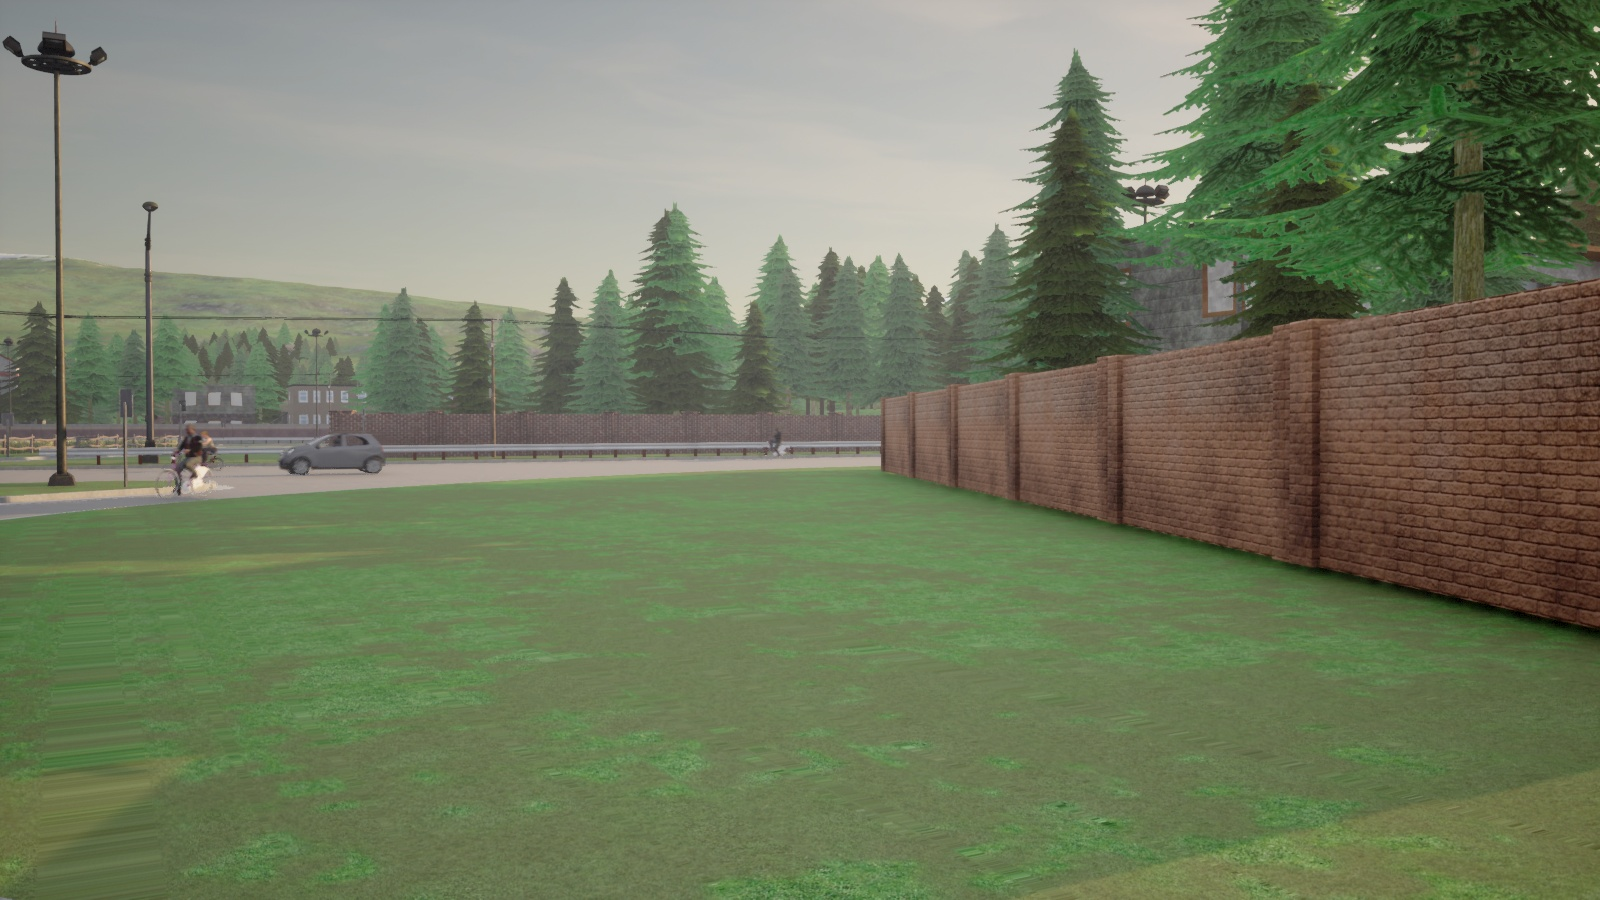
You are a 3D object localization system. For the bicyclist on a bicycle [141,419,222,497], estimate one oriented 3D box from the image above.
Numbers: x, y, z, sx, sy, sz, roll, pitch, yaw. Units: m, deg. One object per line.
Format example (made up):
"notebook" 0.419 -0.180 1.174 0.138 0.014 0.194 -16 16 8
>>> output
"bicyclist on a bicycle" -14.466 0.171 29.427 0.659 1.776 1.843 1 1 15

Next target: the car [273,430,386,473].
"car" -17.142 0.044 45.777 3.633 1.501 1.845 0 1 -28

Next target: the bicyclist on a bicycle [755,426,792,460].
"bicyclist on a bicycle" -1.394 -0.367 66.110 1.843 1.776 0.659 0 1 -28
